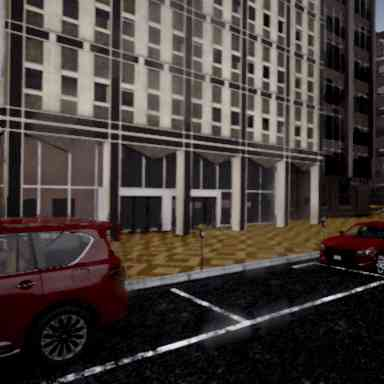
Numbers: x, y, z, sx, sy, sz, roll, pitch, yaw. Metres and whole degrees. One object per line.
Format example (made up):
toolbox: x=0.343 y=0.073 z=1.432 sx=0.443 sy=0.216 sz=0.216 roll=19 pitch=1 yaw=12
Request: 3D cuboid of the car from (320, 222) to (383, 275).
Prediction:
car: x=6.001 y=1.653 z=10.833 sx=4.507 sy=1.381 sz=1.887 roll=1 pitch=0 yaw=-35

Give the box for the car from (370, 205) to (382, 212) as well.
car: x=22.148 y=1.893 z=43.562 sx=1.752 sy=1.417 sz=4.829 roll=1 pitch=-1 yaw=-36

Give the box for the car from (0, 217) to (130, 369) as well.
car: x=-3.260 y=1.312 z=4.227 sx=5.009 sy=1.841 sz=2.192 roll=1 pitch=0 yaw=-35
